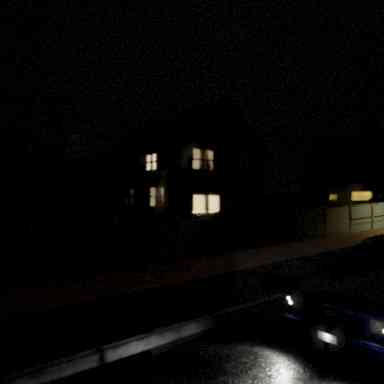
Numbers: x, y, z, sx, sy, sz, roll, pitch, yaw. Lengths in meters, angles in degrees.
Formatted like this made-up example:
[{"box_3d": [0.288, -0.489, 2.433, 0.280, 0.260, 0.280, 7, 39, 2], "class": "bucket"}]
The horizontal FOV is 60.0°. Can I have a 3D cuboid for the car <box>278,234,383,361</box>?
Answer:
[{"box_3d": [3.903, 1.496, 5.968, 5.357, 1.411, 2.033, -1, 0, -37], "class": "car"}]
